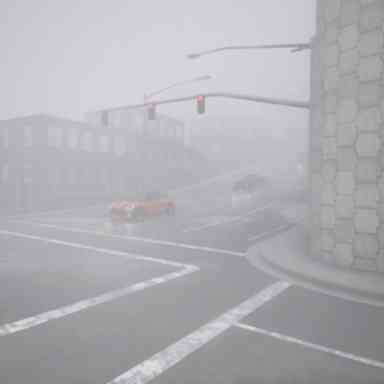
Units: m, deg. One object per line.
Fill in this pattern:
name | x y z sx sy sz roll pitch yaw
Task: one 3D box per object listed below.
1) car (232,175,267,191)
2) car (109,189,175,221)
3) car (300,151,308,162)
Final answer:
car | 5.891 -1.007 34.004 1.895 1.301 4.718 2 12 35
car | -3.134 0.751 21.323 2.097 1.767 4.553 2 4 35
car | 17.995 -5.476 50.775 1.882 1.535 5.008 2 11 35
